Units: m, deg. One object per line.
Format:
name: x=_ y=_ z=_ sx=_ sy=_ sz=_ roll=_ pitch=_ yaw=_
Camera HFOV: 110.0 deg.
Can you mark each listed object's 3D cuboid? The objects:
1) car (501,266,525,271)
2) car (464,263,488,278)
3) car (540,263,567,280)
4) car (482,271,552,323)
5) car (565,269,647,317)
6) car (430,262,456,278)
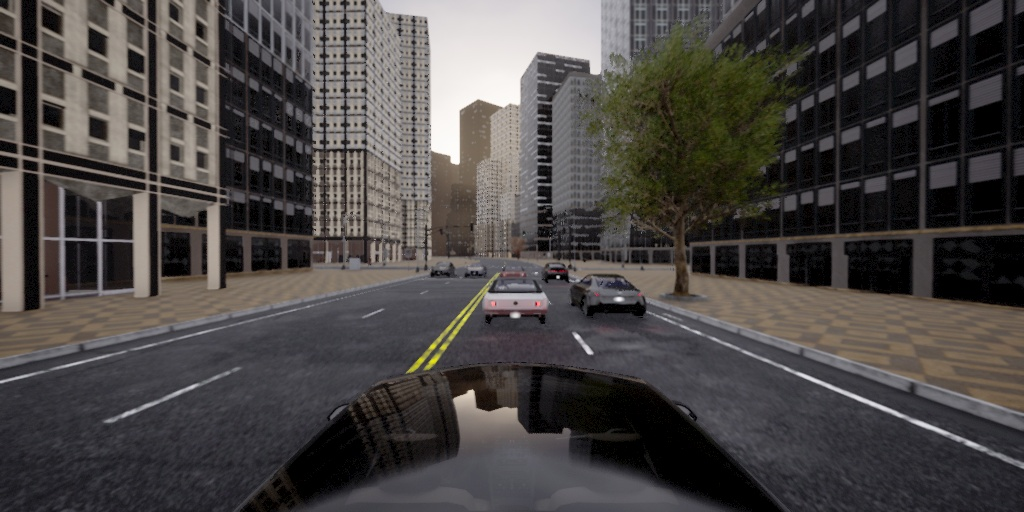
car: x=0.101 y=1.387 z=27.412 sx=1.895 sy=1.301 sz=4.718 roll=0 pitch=0 yaw=0
car: x=-3.323 y=1.356 z=33.856 sx=1.994 sy=1.385 sz=4.181 roll=0 pitch=0 yaw=0
car: x=3.352 y=1.291 z=28.478 sx=1.837 sy=1.490 sz=4.892 roll=0 pitch=0 yaw=0
car: x=0.101 y=1.369 z=12.239 sx=1.895 sy=1.301 sz=4.718 roll=0 pitch=0 yaw=0
car: x=3.351 y=1.333 z=13.231 sx=1.994 sy=1.385 sz=4.181 roll=0 pitch=0 yaw=0
car: x=-6.570 y=1.298 z=34.608 sx=1.837 sy=1.490 sz=4.892 roll=0 pitch=-1 yaw=0
